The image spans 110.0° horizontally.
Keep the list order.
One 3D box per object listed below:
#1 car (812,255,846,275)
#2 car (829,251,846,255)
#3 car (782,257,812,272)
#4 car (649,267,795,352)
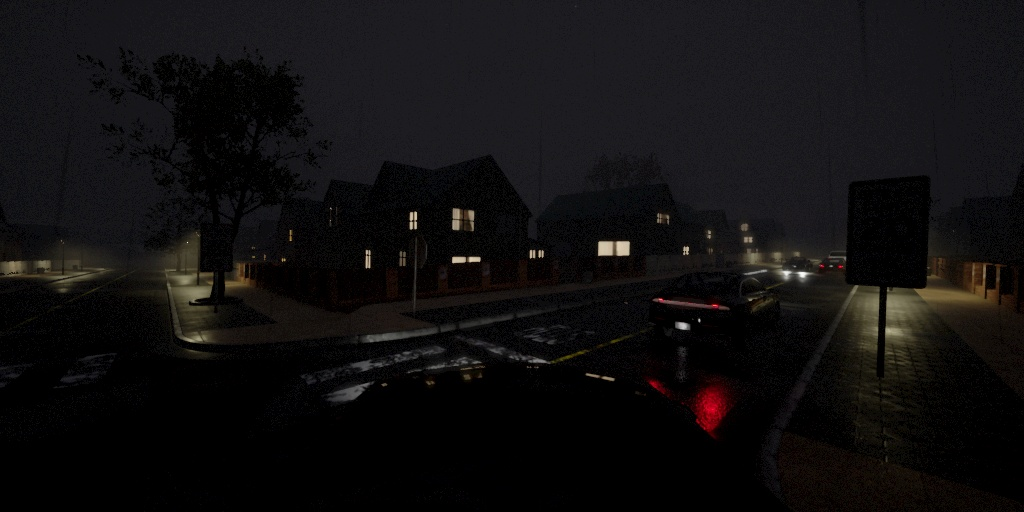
[{"bbox_3d":[28.349,0.875,31.551,5.357,1.411,2.033,-1,2,-44],"label":"car"},{"bbox_3d":[35.854,0.440,38.966,5.566,2.045,2.150,-1,2,-44],"label":"car"},{"bbox_3d":[28.260,0.792,35.411,4.181,1.385,1.994,-1,2,-45],"label":"car"},{"bbox_3d":[5.095,1.142,8.759,4.902,1.511,2.128,-1,2,-45],"label":"car"}]
